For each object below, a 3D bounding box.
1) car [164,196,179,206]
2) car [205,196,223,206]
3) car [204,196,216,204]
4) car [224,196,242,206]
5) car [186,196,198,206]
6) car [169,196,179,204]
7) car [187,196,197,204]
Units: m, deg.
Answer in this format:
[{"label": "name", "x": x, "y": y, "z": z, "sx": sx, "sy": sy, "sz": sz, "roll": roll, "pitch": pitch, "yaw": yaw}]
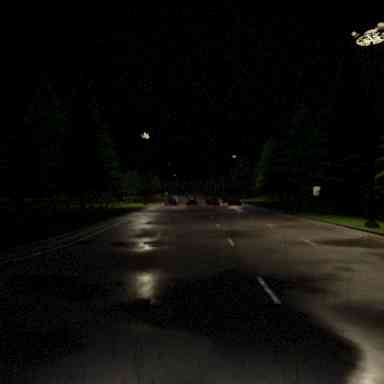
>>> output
[{"label": "car", "x": -3.511, "y": 1.533, "z": 54.881, "sx": 1.812, "sy": 1.442, "sz": 4.674, "roll": 0, "pitch": 0, "yaw": 0}, {"label": "car", "x": 3.489, "y": 1.571, "z": 54.882, "sx": 1.994, "sy": 1.385, "sz": 4.181, "roll": 0, "pitch": 0, "yaw": 0}, {"label": "car", "x": 3.487, "y": 1.501, "z": 64.885, "sx": 2.128, "sy": 1.511, "sz": 4.902, "roll": 0, "pitch": 0, "yaw": 0}, {"label": "car", "x": 6.989, "y": 1.571, "z": 54.883, "sx": 1.994, "sy": 1.385, "sz": 4.181, "roll": 0, "pitch": 0, "yaw": 0}, {"label": "car", "x": -0.011, "y": 1.555, "z": 54.465, "sx": 2.033, "sy": 1.411, "sz": 5.357, "roll": 0, "pitch": 0, "yaw": 0}, {"label": "car", "x": -3.513, "y": 1.536, "z": 64.884, "sx": 1.812, "sy": 1.442, "sz": 4.674, "roll": 0, "pitch": 0, "yaw": 0}, {"label": "car", "x": -0.013, "y": 1.536, "z": 64.885, "sx": 1.812, "sy": 1.442, "sz": 4.674, "roll": 0, "pitch": 0, "yaw": 0}]
